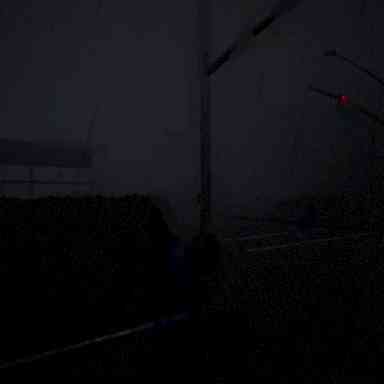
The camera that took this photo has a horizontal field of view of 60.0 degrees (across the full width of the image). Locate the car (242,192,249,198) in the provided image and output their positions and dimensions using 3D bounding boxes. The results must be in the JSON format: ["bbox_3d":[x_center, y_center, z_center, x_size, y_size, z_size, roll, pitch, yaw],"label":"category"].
[{"bbox_3d":[14.082,0.512,73.123,5.027,1.636,2.152,-1,0,-35],"label":"car"}]

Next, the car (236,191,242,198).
[{"bbox_3d":[10.146,0.594,78.202,3.806,1.475,1.970,-1,0,-35],"label":"car"}]

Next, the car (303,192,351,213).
[{"bbox_3d":[12.576,1.009,30.262,4.514,1.523,2.007,-1,0,-35],"label":"car"}]

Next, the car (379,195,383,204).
[{"bbox_3d":[26.131,0.831,43.362,3.806,1.475,1.970,-1,0,-35],"label":"car"}]

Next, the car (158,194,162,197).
[{"bbox_3d":[-10.854,0.824,91.101,5.357,1.411,2.033,-1,0,-35],"label":"car"}]

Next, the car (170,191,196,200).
[{"bbox_3d":[-1.972,0.663,65.753,4.605,1.855,1.932,-1,0,-35],"label":"car"}]

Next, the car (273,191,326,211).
[{"bbox_3d":[10.738,1.000,32.805,5.027,1.636,2.152,-1,0,-35],"label":"car"}]

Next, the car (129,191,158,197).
[{"bbox_3d":[-8.902,1.027,60.874,3.806,1.475,1.970,-1,0,-35],"label":"car"}]

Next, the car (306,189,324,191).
[{"bbox_3d":[23.401,0.453,60.482,4.605,1.855,1.932,-1,0,-35],"label":"car"}]

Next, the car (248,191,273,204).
[{"bbox_3d":[10.255,0.896,46.911,3.633,1.501,1.845,-1,0,-35],"label":"car"}]

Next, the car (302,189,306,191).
[{"bbox_3d":[21.400,0.437,62.629,3.866,1.878,1.905,-1,0,-35],"label":"car"}]

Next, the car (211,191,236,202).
[{"bbox_3d":[4.573,0.873,55.131,4.514,1.523,2.007,-1,0,-35],"label":"car"}]
